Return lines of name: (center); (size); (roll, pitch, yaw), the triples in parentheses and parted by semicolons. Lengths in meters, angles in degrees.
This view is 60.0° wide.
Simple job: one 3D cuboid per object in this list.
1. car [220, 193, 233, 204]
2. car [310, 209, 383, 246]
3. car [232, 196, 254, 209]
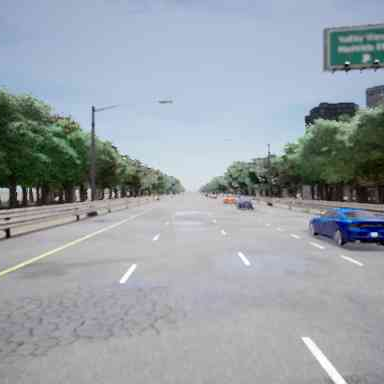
car: (7.018, 1.364, 63.193); (2.097, 1.767, 4.553); (0, 0, 0)
car: (7.003, 1.497, 15.250); (1.882, 1.535, 5.008); (0, 0, 0)
car: (7.011, 1.540, 44.922); (1.812, 1.442, 4.674); (0, 0, 0)
